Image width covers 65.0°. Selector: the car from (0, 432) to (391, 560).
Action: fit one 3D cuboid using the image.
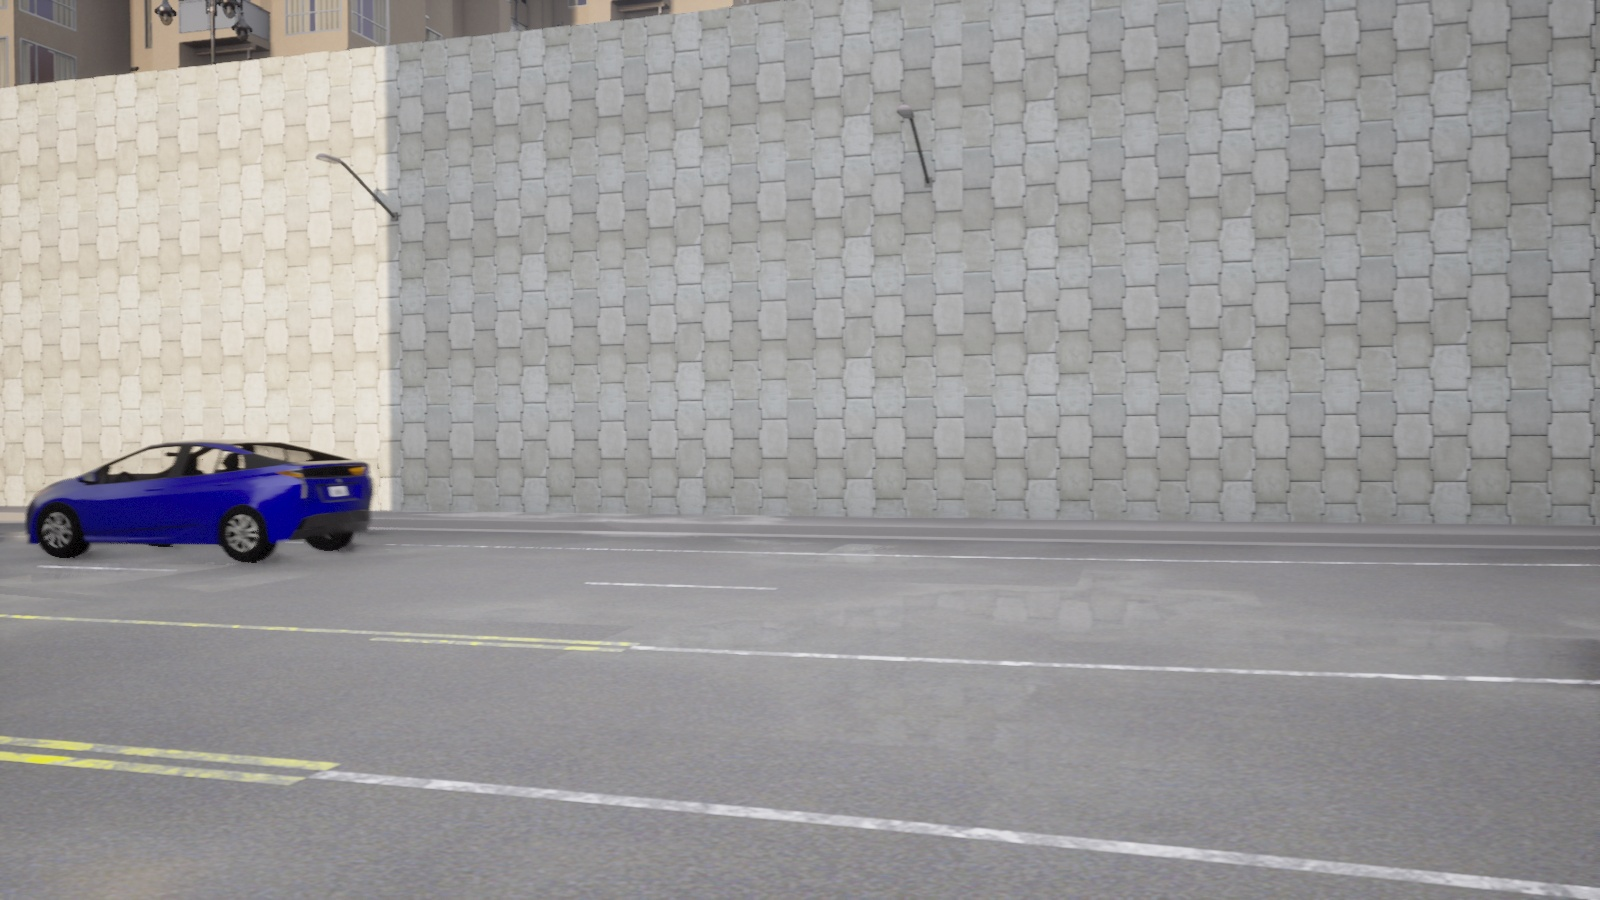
[{"bbox_3d":[-7.974,0.530,16.627,4.514,1.525,2.007,0,1,17],"label":"car"}]
